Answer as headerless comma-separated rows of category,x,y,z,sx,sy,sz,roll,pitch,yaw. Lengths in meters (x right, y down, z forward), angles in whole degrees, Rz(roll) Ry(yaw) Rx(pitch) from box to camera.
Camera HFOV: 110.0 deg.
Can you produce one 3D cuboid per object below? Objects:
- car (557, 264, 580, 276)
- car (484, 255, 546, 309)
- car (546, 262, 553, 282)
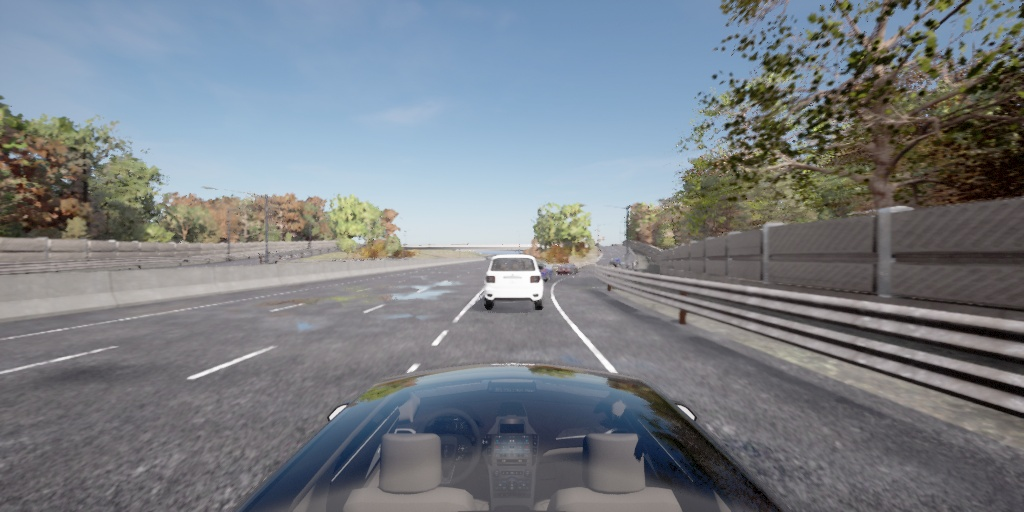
car,7.352,1.777,46.300,2.033,1.411,5.357,0,-1,24
car,0.154,0.981,15.100,2.150,2.045,5.566,0,0,3
car,2.264,1.175,30.383,2.097,1.767,4.553,2,1,13
